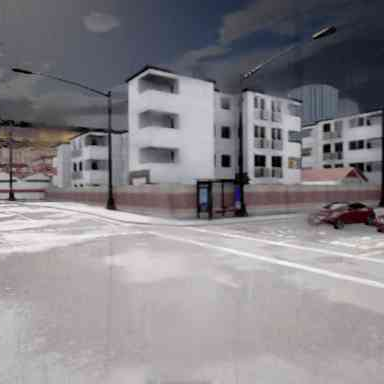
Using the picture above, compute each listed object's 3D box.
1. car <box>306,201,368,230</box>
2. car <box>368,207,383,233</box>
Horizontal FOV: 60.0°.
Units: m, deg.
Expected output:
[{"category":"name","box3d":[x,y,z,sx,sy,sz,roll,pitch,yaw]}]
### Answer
[{"category":"car","box3d":[8.587,1.246,18.994,4.674,1.442,1.812,-1,1,-33]},{"category":"car","box3d":[10.944,1.253,16.349,4.674,1.442,1.812,-1,1,-33]}]
